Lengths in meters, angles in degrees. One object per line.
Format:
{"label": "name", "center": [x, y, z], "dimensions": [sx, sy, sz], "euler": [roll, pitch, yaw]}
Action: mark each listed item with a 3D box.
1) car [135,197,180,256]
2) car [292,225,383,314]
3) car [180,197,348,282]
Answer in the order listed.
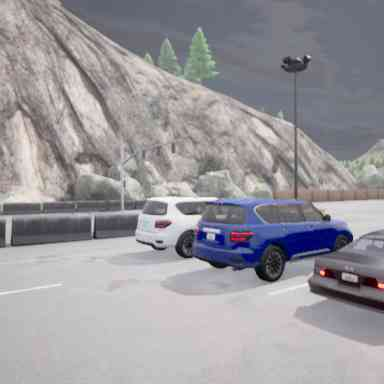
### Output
{"label": "car", "center": [0.571, 1.201, 12.823], "dimensions": [5.566, 2.045, 2.150], "euler": [0, 0, -36]}
{"label": "car", "center": [4.782, 1.527, 7.236], "dimensions": [5.357, 1.411, 2.033], "euler": [0, 0, -36]}
{"label": "car", "center": [2.594, 1.201, 9.945], "dimensions": [5.566, 2.045, 2.150], "euler": [0, 0, -38]}
